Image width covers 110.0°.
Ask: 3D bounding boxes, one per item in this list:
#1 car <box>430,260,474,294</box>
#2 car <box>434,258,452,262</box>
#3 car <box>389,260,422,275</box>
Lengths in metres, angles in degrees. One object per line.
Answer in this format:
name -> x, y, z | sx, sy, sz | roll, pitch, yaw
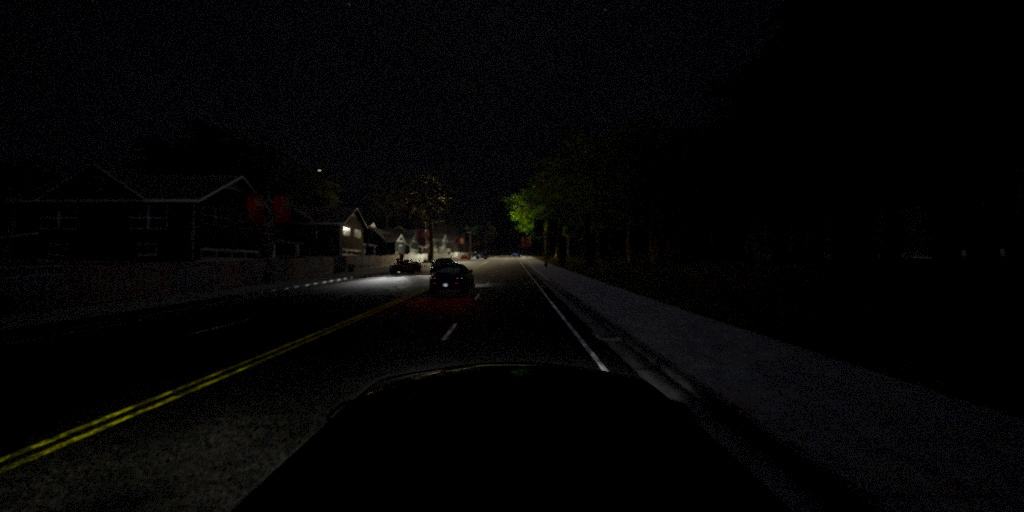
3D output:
car -> -3.145, 1.152, 19.243 | 1.812, 1.442, 4.674 | 0, 1, 0
car -> -6.584, 0.941, 34.481 | 1.837, 1.490, 4.892 | 0, 1, 0
car -> -9.836, 1.051, 33.378 | 1.895, 1.301, 4.718 | 0, 1, 0
